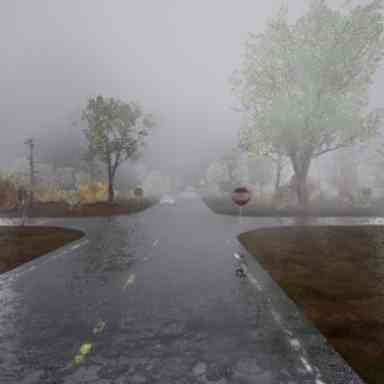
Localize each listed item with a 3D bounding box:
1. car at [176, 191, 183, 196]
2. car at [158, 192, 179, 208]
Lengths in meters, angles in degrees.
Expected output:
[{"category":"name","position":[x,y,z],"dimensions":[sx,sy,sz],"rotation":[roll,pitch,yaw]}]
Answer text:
[{"category":"car","position":[-2.990,0.522,76.541],"dimensions":[1.837,1.490,4.892],"rotation":[0,1,0]},{"category":"car","position":[-2.989,1.160,41.134],"dimensions":[1.812,1.442,4.674],"rotation":[0,2,0]}]
